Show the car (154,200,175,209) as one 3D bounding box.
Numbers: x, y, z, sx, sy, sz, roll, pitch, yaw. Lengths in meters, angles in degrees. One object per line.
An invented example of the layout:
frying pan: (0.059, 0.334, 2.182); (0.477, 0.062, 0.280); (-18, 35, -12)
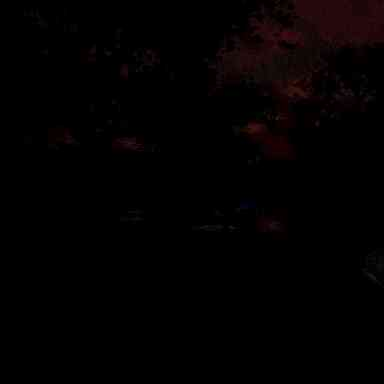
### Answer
car: (-5.386, 2.373, 64.875); (2.097, 1.535, 5.008); (-1, 0, -32)

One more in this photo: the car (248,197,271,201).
car: (11.192, 2.183, 59.943); (2.163, 1.488, 4.792); (0, 0, -32)

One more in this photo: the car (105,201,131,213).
car: (-12.035, 2.514, 51.050); (4.181, 1.385, 1.994); (-1, 0, -32)

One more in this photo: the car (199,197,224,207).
car: (4.091, 2.030, 70.862); (2.435, 2.045, 5.566); (0, 0, -32)

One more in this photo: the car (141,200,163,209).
car: (-7.647, 2.397, 63.212); (1.946, 1.575, 5.366); (-1, 0, -32)

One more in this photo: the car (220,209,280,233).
car: (3.737, 1.845, 21.917); (1.812, 1.442, 4.674); (3, -3, -29)

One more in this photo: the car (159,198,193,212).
car: (-2.807, 2.049, 51.047); (2.435, 2.045, 5.566); (-1, 0, -32)

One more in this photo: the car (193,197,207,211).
car: (-0.561, 2.021, 52.475); (2.435, 2.045, 5.566); (-1, 0, -32)

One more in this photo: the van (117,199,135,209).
van: (-12.544, 2.235, 60.460); (1.878, 1.987, 4.442); (-1, 0, -32)

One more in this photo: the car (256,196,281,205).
car: (18.290, 1.911, 79.878); (2.435, 2.045, 5.566); (0, 0, -32)

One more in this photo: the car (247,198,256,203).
car: (8.873, 2.203, 58.400); (2.163, 1.488, 4.792); (-1, 0, -32)

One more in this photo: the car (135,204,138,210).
car: (-10.096, 2.460, 61.840); (2.163, 1.488, 4.792); (-1, 0, -32)

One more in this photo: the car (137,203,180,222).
car: (-3.549, 2.194, 34.166); (1.882, 1.535, 5.008); (3, -4, -31)

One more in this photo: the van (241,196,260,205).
van: (13.479, 1.975, 76.997); (1.878, 1.987, 4.442); (0, 0, -32)

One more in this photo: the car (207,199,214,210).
car: (1.911, 2.284, 54.012); (2.002, 1.452, 4.674); (-1, 0, -32)

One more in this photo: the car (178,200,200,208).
car: (-0.666, 2.354, 67.903); (2.163, 1.488, 4.792); (-1, 0, -32)

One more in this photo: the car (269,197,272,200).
car: (13.555, 2.133, 61.417); (2.097, 1.535, 5.008); (-1, 0, -32)
